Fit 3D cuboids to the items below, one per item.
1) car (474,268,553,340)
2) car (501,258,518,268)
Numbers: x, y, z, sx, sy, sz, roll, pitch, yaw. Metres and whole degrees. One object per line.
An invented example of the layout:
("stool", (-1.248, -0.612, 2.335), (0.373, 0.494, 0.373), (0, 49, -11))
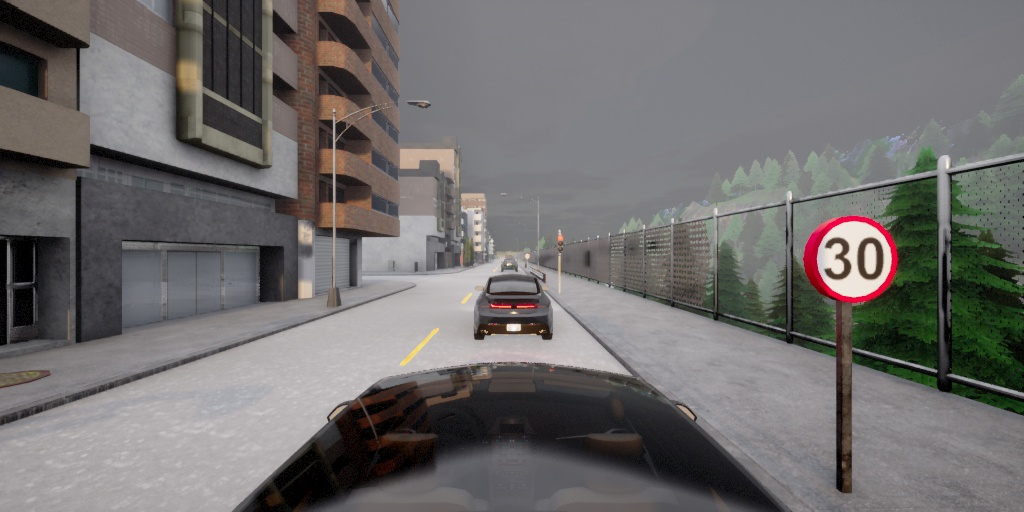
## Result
("car", (0.016, 1.255, 9.945), (1.837, 1.490, 4.892), (0, 0, 0))
("car", (-0.332, 1.102, 46.306), (2.097, 1.767, 4.553), (0, 0, -1))
